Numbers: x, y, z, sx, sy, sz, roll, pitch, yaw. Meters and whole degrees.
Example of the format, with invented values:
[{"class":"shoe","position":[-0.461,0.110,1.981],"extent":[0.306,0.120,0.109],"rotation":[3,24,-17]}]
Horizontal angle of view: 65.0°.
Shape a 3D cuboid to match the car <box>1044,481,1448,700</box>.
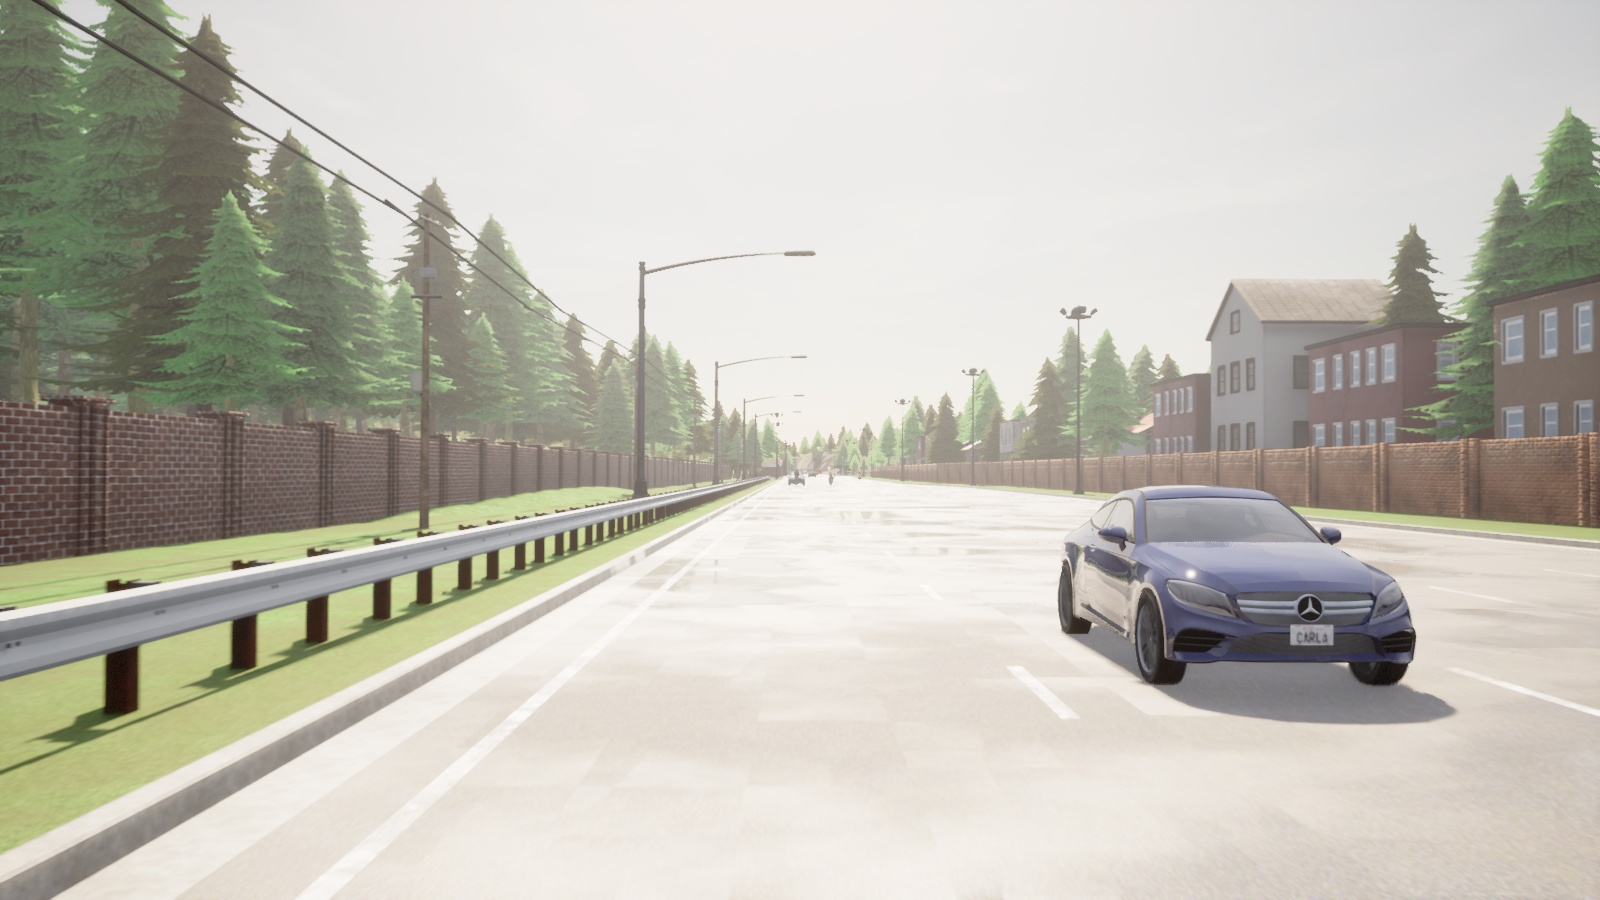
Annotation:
[{"class":"car","position":[3.473,1.008,10.845],"extent":[1.812,1.442,4.674],"rotation":[0,-1,0]}]
